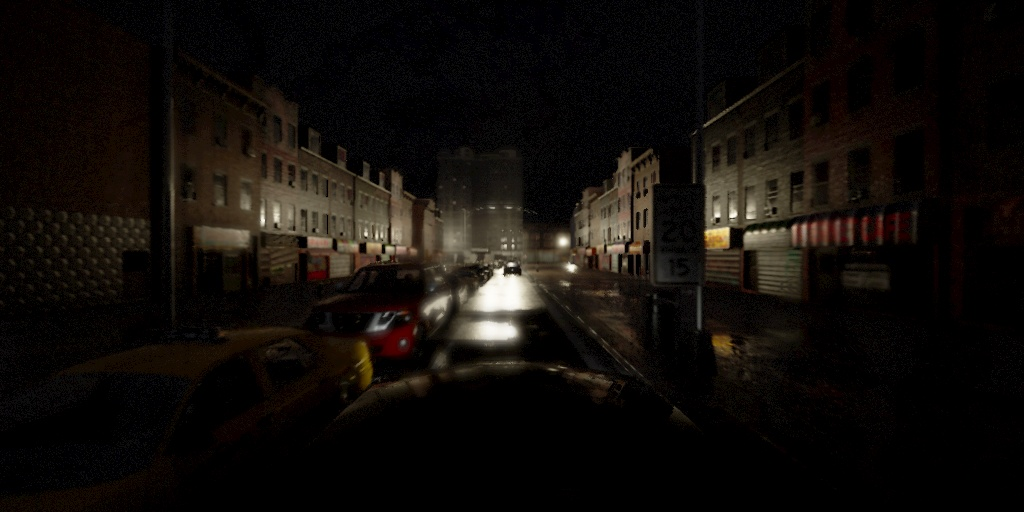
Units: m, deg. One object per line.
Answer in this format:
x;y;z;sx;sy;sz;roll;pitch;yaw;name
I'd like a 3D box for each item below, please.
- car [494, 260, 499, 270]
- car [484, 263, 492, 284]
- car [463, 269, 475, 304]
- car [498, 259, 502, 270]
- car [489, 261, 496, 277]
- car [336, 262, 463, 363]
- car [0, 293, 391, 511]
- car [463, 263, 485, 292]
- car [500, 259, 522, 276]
-2.640;1.343;35.584;2.007;1.370;4.403;0;0;0;car
-2.639;1.344;24.680;1.948;1.339;4.313;0;0;0;car
-2.638;1.346;13.776;1.802;1.307;4.207;0;0;0;car
-2.641;1.366;51.940;2.007;1.370;4.403;0;0;0;car
-2.639;1.351;30.132;1.948;1.339;4.313;0;0;0;car
-2.638;1.072;8.323;2.192;1.841;5.009;0;0;0;car
-2.637;1.277;2.702;1.751;1.417;4.829;0;0;0;car
-2.639;1.297;19.058;1.751;1.417;4.829;0;0;0;car
0.047;1.361;38.377;1.994;1.385;4.181;0;0;0;car
